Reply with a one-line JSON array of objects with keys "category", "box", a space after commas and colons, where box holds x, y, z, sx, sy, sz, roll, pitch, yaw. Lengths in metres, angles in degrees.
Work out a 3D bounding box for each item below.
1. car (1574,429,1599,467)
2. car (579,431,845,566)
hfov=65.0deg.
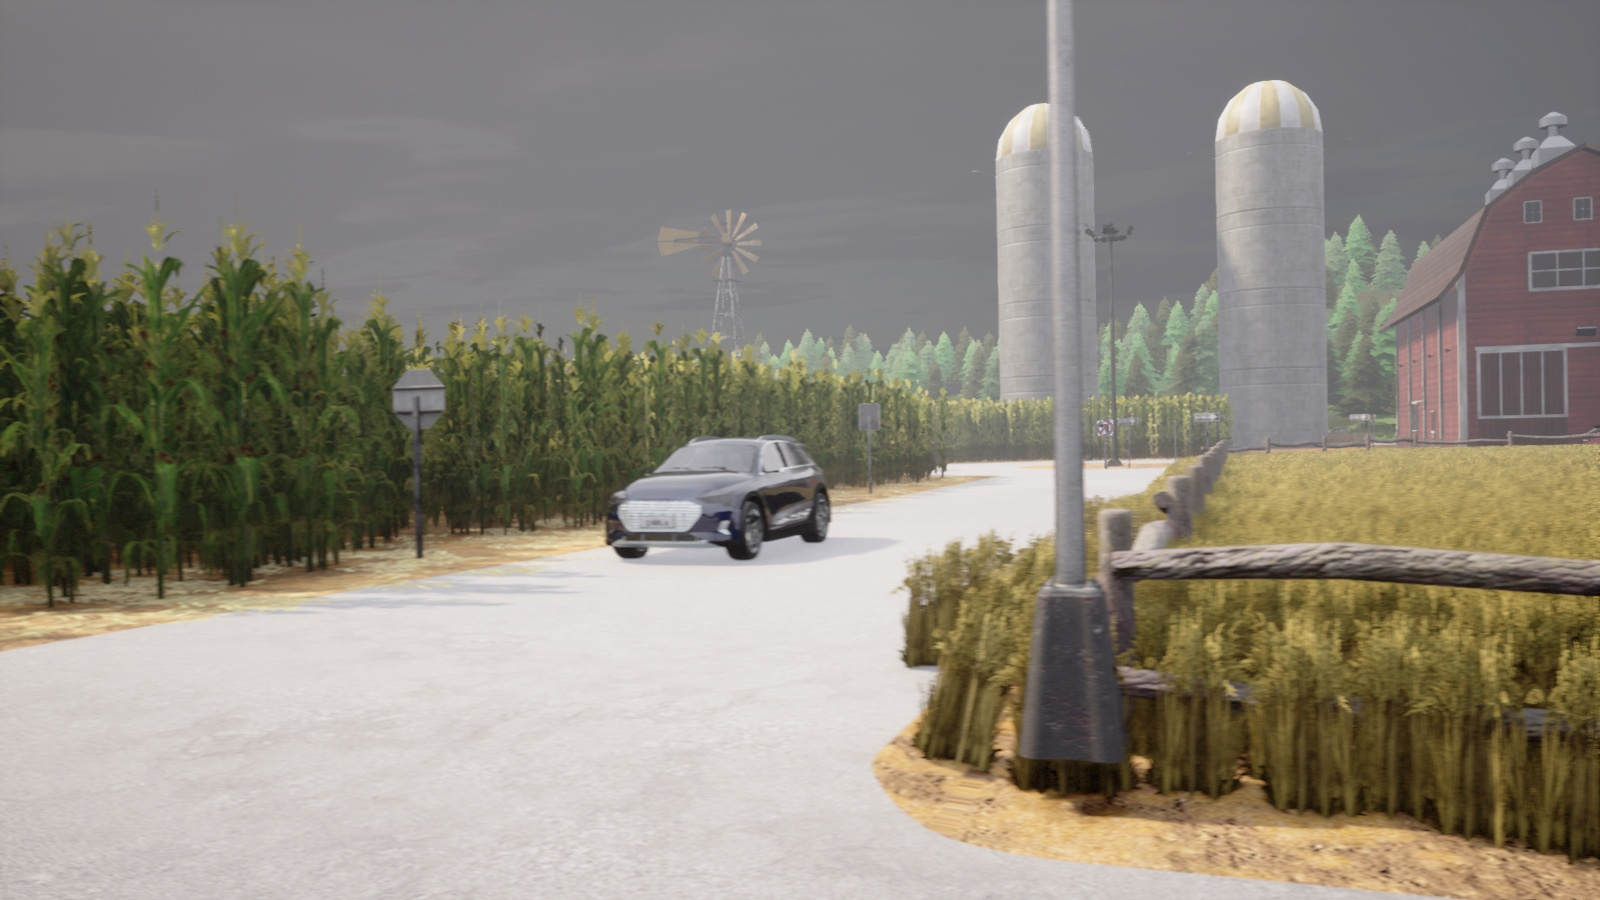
[{"category": "car", "box": [36.871, -0.127, 54.799, 4.856, 1.649, 2.033, -1, 1, 15]}, {"category": "car", "box": [-1.043, 0.587, 17.879, 2.033, 1.649, 4.856, -1, 0, 19]}]
